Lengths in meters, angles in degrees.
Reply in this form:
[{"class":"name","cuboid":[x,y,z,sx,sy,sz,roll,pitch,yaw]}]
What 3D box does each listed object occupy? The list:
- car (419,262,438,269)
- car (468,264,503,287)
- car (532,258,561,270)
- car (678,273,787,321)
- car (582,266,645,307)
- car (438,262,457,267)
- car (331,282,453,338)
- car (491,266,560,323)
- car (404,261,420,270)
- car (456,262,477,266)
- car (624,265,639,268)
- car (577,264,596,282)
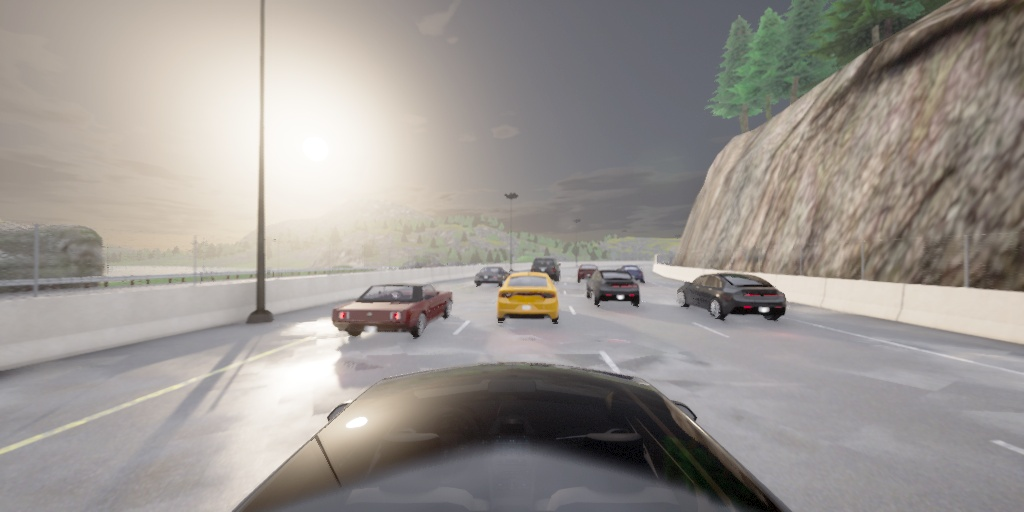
[{"class":"car","cuboid":[-12.302,1.696,56.743,1.994,1.385,4.181,0,0,18]},{"class":"car","cuboid":[-1.329,1.475,26.344,2.033,1.411,5.357,0,0,9]},{"class":"car","cuboid":[2.836,1.180,29.906,2.150,2.045,5.566,0,-1,10]},{"class":"car","cuboid":[7.669,1.350,13.024,1.837,1.490,4.892,0,0,5]},{"class":"car","cuboid":[4.486,1.369,16.406,1.837,1.490,4.892,0,0,6]},{"class":"car","cuboid":[-9.021,1.634,55.512,1.837,1.490,4.892,0,-1,18]},{"class":"car","cuboid":[-3.079,1.410,10.442,1.895,1.301,4.718,0,0,4]},{"class":"car","cuboid":[0.615,1.308,12.605,1.882,1.535,5.008,0,0,5]},{"class":"car","cuboid":[-15.572,1.627,58.022,2.128,1.511,4.902,0,0,18]},{"class":"car","cuboid":[-6.067,1.680,53.208,1.994,1.385,4.181,0,-1,17]},{"class":"car","cuboid":[10.168,1.504,30.931,1.812,1.442,4.674,0,0,11]},{"class":"car","cuboid":[6.795,1.458,31.906,1.882,1.535,5.008,0,0,11]}]
